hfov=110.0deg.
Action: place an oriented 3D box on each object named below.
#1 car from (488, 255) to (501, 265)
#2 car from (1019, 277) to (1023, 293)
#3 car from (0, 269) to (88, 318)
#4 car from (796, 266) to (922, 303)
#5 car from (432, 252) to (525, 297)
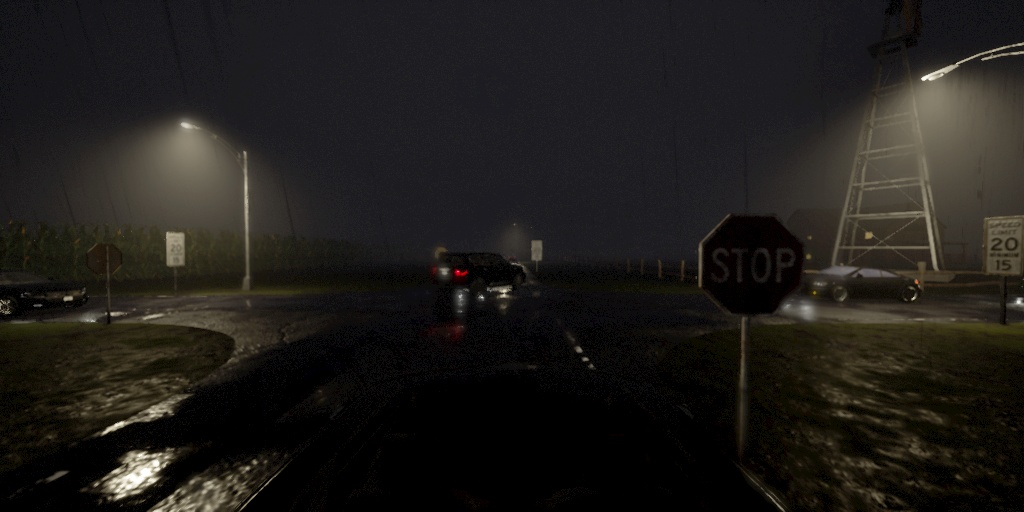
[{"bbox_3d":[-2.750,0.662,58.572,1.882,1.535,5.008,0,1,0],"label":"car"},{"bbox_3d":[23.966,0.870,14.507,4.553,1.767,2.097,0,1,2],"label":"car"},{"bbox_3d":[-17.871,1.207,12.435,5.008,1.535,1.882,0,1,0],"label":"car"},{"bbox_3d":[13.986,1.115,14.819,4.181,1.385,1.994,0,1,3],"label":"car"},{"bbox_3d":[-1.498,0.817,17.942,2.150,2.045,5.566,2,1,34],"label":"car"}]
